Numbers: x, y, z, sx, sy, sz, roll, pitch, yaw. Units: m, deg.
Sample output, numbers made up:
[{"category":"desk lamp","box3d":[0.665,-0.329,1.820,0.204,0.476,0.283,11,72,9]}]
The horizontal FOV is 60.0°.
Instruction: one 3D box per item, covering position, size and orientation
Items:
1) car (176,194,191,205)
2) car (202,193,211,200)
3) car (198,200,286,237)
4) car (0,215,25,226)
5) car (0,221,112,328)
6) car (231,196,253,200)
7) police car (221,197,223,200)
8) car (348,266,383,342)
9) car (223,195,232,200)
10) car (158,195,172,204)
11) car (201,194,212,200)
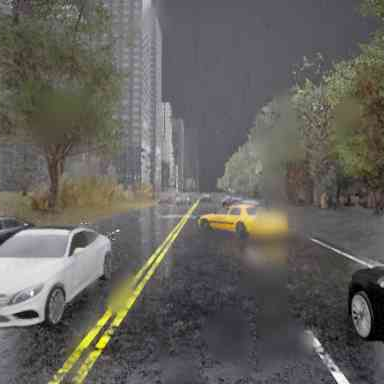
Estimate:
[{"category":"car","box3d":[-1.204,1.060,50.269,2.097,1.767,4.553,0,1,3]},{"category":"car","box3d":[3.351,1.070,78.841,2.033,1.411,5.357,0,0,2]},{"category":"car","box3d":[2.299,1.326,16.952,1.801,1.575,5.366,0,-1,-32]},{"category":"car","box3d":[-6.222,1.437,9.462,2.128,1.511,4.902,0,0,2]},{"category":"car","box3d":[-3.050,1.484,7.068,1.812,1.442,4.674,0,0,3]},{"category":"car","box3d":[4.344,1.288,25.492,1.882,1.535,5.008,1,0,2]},{"category":"police car","box3d":[5.258,1.225,47.489,2.038,1.542,4.974,0,0,2]},{"category":"car","box3d":[3.371,1.467,3.499,2.128,1.511,4.902,-1,1,2]},{"category":"car","box3d":[4.813,1.250,36.489,1.837,1.490,4.892,1,0,2]},{"category":"car","box3d":[-4.306,1.193,53.719,1.837,1.490,4.892,0,0,3]},{"category":"car","box3d":[2.588,1.173,60.316,1.812,1.442,4.674,0,0,3]}]
